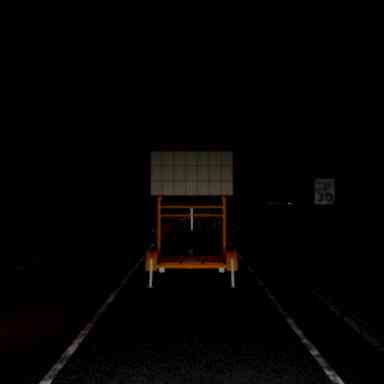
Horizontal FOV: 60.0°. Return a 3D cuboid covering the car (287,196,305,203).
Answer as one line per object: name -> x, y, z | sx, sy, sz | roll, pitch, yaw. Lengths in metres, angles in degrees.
car -> 21.406, 1.543, 69.293 | 4.892, 1.490, 1.837 | -1, 0, -32

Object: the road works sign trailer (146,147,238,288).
road works sign trailer -> -0.006, 0.540, 9.449 | 2.380, 3.560, 2.880 | 0, 0, 0

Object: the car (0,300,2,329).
car -> -3.480, 1.497, 2.381 | 1.882, 1.535, 5.008 | 0, 0, 0
